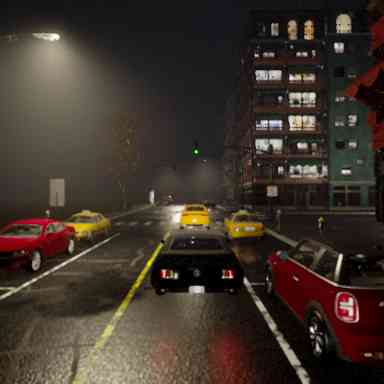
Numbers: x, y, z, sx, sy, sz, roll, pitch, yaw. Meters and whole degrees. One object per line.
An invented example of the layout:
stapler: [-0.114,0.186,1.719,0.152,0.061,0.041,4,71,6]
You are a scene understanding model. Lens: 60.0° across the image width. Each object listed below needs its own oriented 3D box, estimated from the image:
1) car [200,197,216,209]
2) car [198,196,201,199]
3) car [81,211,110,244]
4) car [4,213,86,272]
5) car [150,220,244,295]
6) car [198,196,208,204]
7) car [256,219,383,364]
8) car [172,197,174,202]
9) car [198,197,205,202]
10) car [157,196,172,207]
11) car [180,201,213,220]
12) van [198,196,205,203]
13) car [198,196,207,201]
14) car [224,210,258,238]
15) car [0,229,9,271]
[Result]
car: [2.598,1.848,49.504,2.008,1.369,4.403,1,0,0]
car: [2.609,2.000,72.148,1.947,1.339,4.313,1,0,0]
car: [-5.298,1.624,16.397,1.752,1.417,4.829,1,0,0]
car: [-5.301,1.611,11.031,1.887,1.381,4.507,1,0,0]
car: [0.104,1.654,8.791,1.895,1.301,4.718,0,0,0]
car: [2.614,1.784,77.810,2.192,1.841,5.009,1,0,0]
car: [2.578,1.476,5.902,1.967,1.590,4.097,1,0,0]
car: [-5.271,1.712,66.009,2.192,1.841,5.009,1,0,0]
car: [2.621,2.099,94.962,1.752,1.417,4.829,1,0,0]
car: [-5.276,1.803,60.354,1.967,1.590,4.097,1,0,0]
car: [0.264,1.613,22.884,1.882,1.535,5.008,0,0,2]
van: [2.620,1.879,89.132,1.690,1.788,3.998,1,0,0]
car: [2.603,1.948,60.826,1.802,1.307,4.206,1,0,0]
car: [2.582,1.628,17.160,1.752,1.417,4.829,1,0,0]
car: [-5.304,1.584,5.495,2.008,1.369,4.403,1,0,0]
